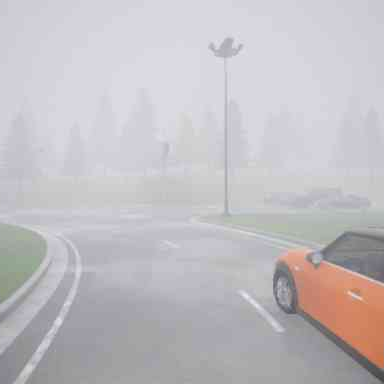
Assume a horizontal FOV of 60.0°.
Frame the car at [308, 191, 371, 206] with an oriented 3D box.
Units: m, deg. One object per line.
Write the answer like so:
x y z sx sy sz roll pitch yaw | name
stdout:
13.328 0.937 29.556 4.902 1.511 2.128 0 1 -7 | car

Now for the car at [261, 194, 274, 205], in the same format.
10.669 0.639 39.803 4.553 1.767 2.097 0 1 -7 | car

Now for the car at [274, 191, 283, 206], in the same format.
11.795 0.863 36.418 4.674 1.442 1.812 0 1 -7 | car

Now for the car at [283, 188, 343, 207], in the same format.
12.341 0.614 32.945 5.566 2.045 2.150 0 1 -7 | car

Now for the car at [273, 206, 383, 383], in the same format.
2.810 1.260 4.551 2.097 1.767 4.553 0 1 -8 | car
